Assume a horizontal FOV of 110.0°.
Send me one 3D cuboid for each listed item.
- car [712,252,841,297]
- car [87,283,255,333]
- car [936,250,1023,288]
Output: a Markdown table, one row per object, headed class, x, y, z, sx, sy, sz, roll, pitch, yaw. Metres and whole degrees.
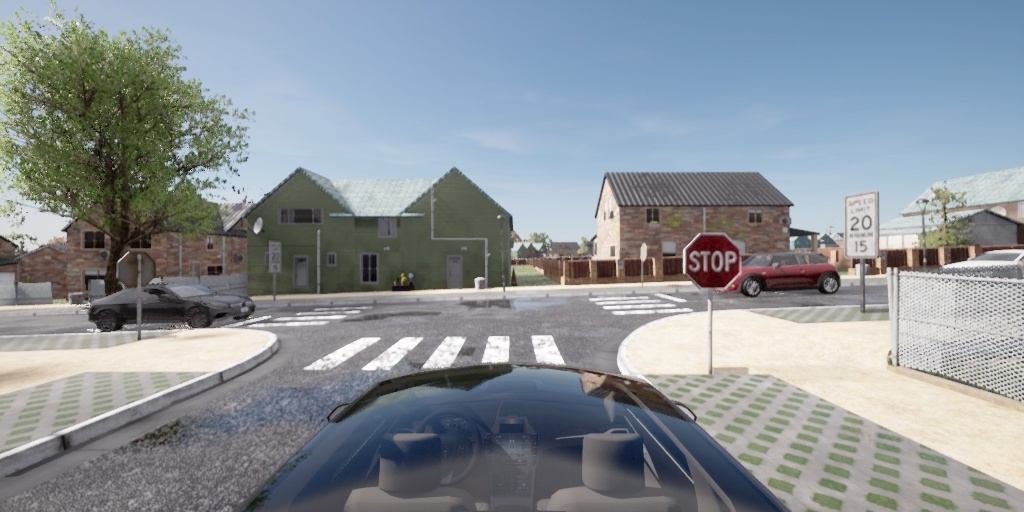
| class | x | y | z | sx | sy | sz | roll | pitch | yaw |
| --- | --- | --- | --- | --- | --- | --- | --- | --- | --- |
| car | 10.568 | 0.660 | 14.746 | 4.553 | 1.767 | 2.097 | -2 | 0 | -1 |
| car | -11.270 | 1.623 | 11.992 | 4.674 | 1.442 | 1.812 | -2 | 0 | 0 |
| car | 20.507 | 0.476 | 14.727 | 4.674 | 1.442 | 1.812 | -2 | 0 | 1 |
